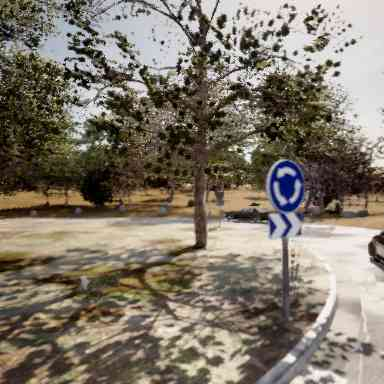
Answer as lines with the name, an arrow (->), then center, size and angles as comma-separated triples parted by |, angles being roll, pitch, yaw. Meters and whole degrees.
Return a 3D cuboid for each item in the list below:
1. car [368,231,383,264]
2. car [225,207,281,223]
car -> 6.712, 1.642, 9.786 | 1.994, 1.385, 4.181 | -1, 0, 16
car -> 5.045, 1.916, 28.238 | 1.895, 1.301, 4.718 | 0, -2, -41
